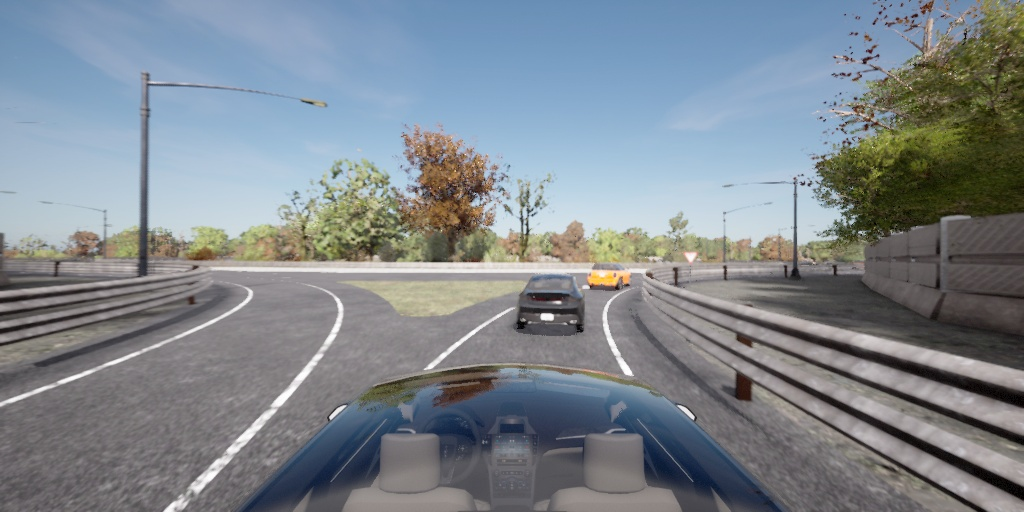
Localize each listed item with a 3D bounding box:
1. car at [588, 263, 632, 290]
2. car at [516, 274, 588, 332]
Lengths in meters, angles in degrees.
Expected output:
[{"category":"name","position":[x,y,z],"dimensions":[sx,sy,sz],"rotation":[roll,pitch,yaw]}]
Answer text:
[{"category":"car","position":[6.660,1.244,24.222],"dimensions":[2.097,1.767,4.553],"rotation":[0,0,29]},{"category":"car","position":[1.337,1.304,11.249],"dimensions":[1.837,1.490,4.892],"rotation":[0,-1,11]}]
